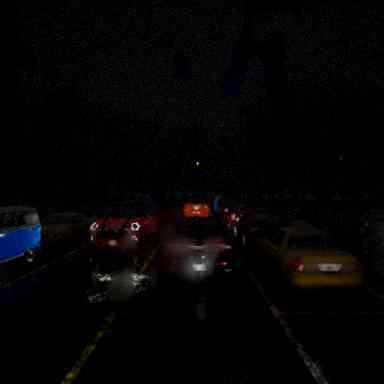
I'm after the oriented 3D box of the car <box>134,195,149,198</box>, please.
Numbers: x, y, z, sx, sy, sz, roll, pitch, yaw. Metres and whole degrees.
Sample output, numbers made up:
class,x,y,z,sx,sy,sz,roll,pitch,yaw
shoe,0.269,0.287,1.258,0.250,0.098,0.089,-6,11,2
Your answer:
class,x,y,z,sx,sy,sz,roll,pitch,yaw
car,-5.456,1.369,30.794,1.967,1.590,4.097,0,0,1

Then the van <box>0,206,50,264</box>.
class,x,y,z,sx,sy,sz,roll,pitch,yaw
van,-5.678,1.318,9.045,1.690,1.788,3.998,0,0,1

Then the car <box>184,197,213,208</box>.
class,x,y,z,sx,sy,sz,roll,pitch,yaw
car,0.382,1.288,28.200,2.097,1.767,4.553,0,0,1

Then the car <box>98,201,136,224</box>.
class,x,y,z,sx,sy,sz,roll,pitch,yaw
car,-5.513,1.466,25.187,1.752,1.417,4.829,0,0,1

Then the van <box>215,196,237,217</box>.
class,x,y,z,sx,sy,sz,roll,pitch,yaw
van,3.069,1.273,30.706,1.690,1.788,3.998,0,0,1

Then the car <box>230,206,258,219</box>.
class,x,y,z,sx,sy,sz,roll,pitch,yaw
car,2.903,1.511,14.395,1.887,1.381,4.507,0,0,1

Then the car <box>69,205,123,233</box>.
class,x,y,z,sx,sy,sz,roll,pitch,yaw
car,-5.567,1.518,19.920,1.947,1.339,4.313,0,0,1

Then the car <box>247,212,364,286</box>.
class,x,y,z,sx,sy,sz,roll,pitch,yaw
car,2.849,1.504,9.128,1.752,1.417,4.829,0,0,1

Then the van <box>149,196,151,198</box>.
class,x,y,z,sx,sy,sz,roll,pitch,yaw
van,-5.400,1.259,36.231,1.690,1.788,3.998,0,0,1

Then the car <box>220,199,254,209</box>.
class,x,y,z,sx,sy,sz,roll,pitch,yaw
car,2.958,1.395,19.832,1.967,1.590,4.097,0,0,1

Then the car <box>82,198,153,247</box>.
class,x,y,z,sx,sy,sz,roll,pitch,yaw
car,-2.952,1.316,14.701,2.097,1.767,4.553,0,0,1

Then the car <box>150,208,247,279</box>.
class,x,y,z,sx,sy,sz,roll,pitch,yaw
car,0.197,1.469,9.896,2.128,1.511,4.902,0,0,0

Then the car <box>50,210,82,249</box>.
class,x,y,z,sx,sy,sz,roll,pitch,yaw
car,-5.624,1.490,14.313,1.752,1.417,4.829,0,0,1

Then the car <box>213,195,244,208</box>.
class,x,y,z,sx,sy,sz,roll,pitch,yaw
car,3.013,1.258,25.269,2.192,1.841,5.009,0,0,1

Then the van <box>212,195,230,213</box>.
class,x,y,z,sx,sy,sz,roll,pitch,yaw
van,3.125,1.261,36.144,1.690,1.788,3.998,0,0,1
